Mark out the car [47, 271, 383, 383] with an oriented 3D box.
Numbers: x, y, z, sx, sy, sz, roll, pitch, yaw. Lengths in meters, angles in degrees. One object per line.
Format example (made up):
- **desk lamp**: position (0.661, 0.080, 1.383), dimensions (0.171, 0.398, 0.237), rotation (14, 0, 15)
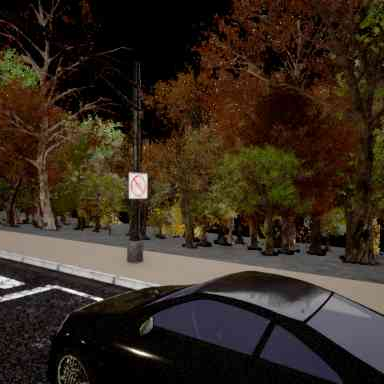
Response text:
- **car**: position (0.397, 1.564, 3.404), dimensions (4.181, 1.385, 1.994), rotation (0, 0, 36)
